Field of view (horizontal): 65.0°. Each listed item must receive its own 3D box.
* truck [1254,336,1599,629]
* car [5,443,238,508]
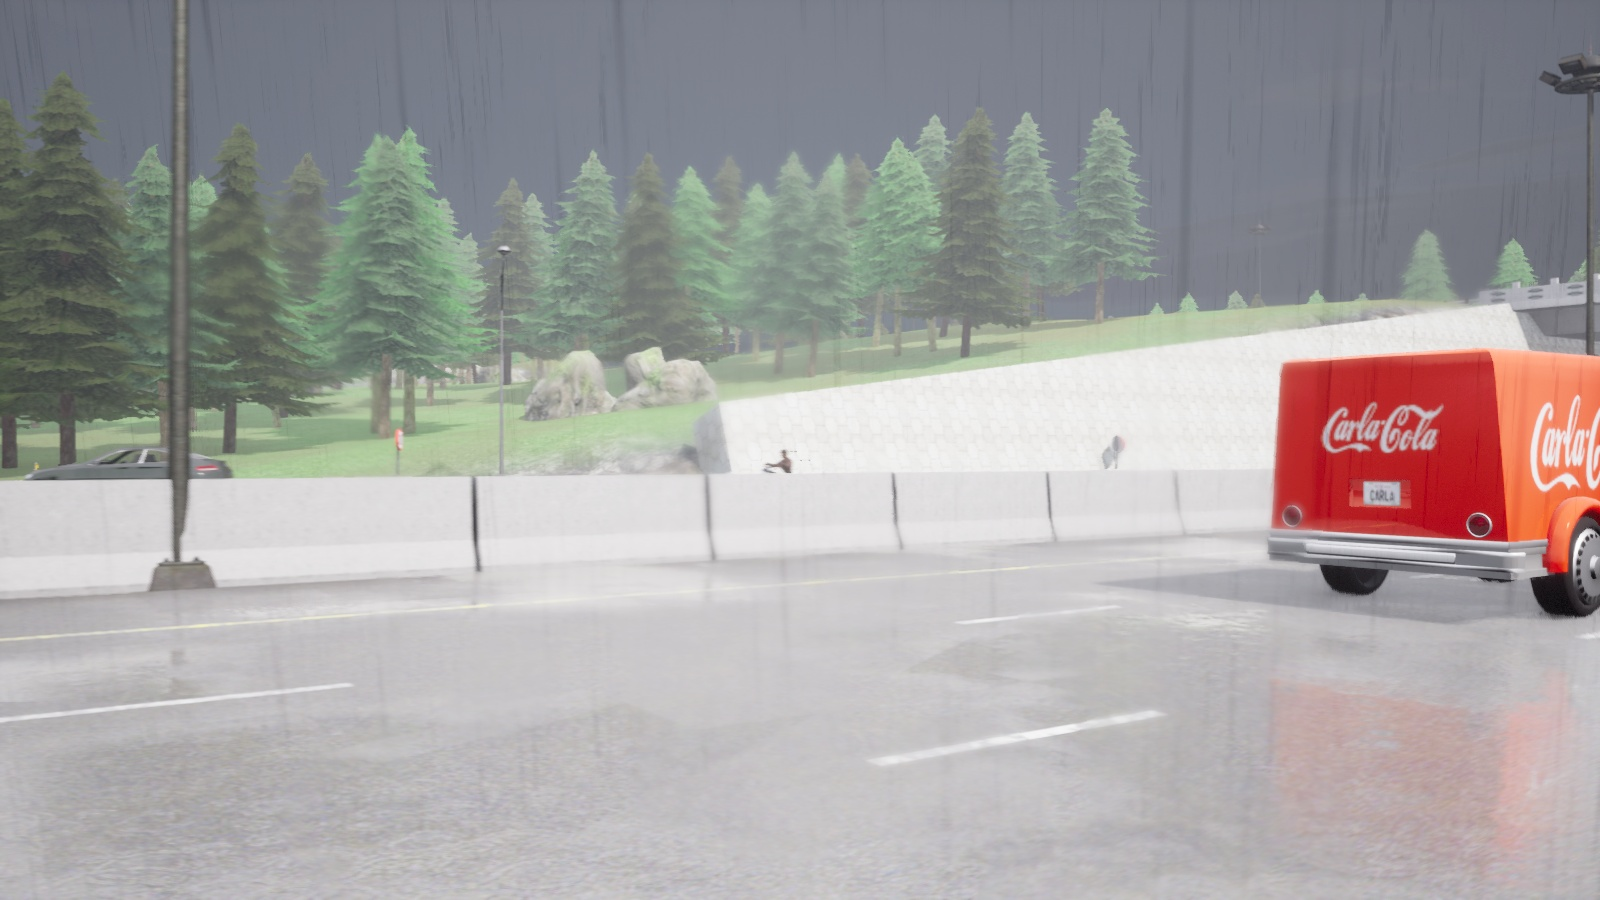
[{"bbox_3d":[7.488,0.274,13.137,5.204,2.467,2.627,0,0,-35],"label":"truck"},{"bbox_3d":[-17.972,0.644,33.508,5.027,1.651,2.152,0,0,-8],"label":"car"}]
